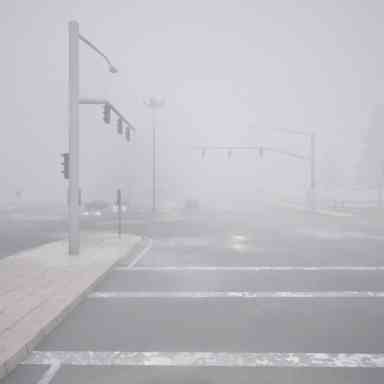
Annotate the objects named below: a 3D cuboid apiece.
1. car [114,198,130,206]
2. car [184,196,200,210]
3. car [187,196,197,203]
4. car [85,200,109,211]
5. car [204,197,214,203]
[{"bbox_3d":[-11.583,1.601,55.136,1.895,1.301,4.718,0,0,0],"label":"car"},{"bbox_3d":[-0.029,1.526,43.519,1.812,1.442,4.674,0,0,0],"label":"car"},{"bbox_3d":[-0.045,1.564,68.954,1.994,1.385,4.181,0,0,0],"label":"car"},{"bbox_3d":[-11.607,1.601,40.793,1.895,1.301,4.718,0,0,0],"label":"car"},{"bbox_3d":[3.455,1.601,68.987,1.895,1.301,4.718,0,0,0],"label":"car"}]
